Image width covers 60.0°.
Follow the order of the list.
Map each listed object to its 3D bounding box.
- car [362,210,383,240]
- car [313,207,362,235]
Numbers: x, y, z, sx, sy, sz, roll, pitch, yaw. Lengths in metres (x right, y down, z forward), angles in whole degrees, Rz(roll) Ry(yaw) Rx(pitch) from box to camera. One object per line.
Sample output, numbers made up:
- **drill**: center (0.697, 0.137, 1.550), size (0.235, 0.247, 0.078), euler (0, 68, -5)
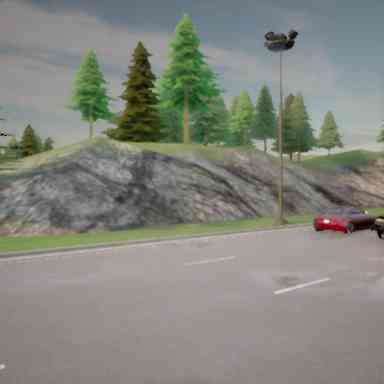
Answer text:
- **car**: center (10.337, 1.430, 15.425), size (4.902, 1.511, 2.128), euler (0, 0, -35)
- **car**: center (8.662, 1.500, 18.529), size (4.181, 1.385, 1.994), euler (0, 0, -35)
